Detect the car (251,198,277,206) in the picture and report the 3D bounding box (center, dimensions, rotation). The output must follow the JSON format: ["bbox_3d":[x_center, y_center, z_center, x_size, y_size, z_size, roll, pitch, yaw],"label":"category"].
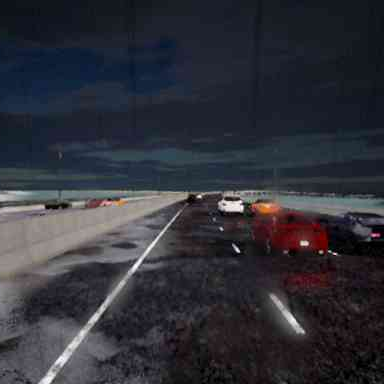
[{"bbox_3d":[7.329,1.444,34.085,2.097,1.767,4.553,0,0,1],"label":"car"}]

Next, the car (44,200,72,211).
[{"bbox_3d":[-17.231,1.710,42.995,1.895,1.301,4.718,0,0,1],"label":"car"}]

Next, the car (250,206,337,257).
[{"bbox_3d":[3.641,1.518,13.193,1.882,1.535,5.008,0,0,0],"label":"car"}]

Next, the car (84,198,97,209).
[{"bbox_3d":[-13.654,1.594,46.858,1.882,1.535,5.008,0,0,1],"label":"car"}]

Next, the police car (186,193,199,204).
[{"bbox_3d":[-0.166,1.580,68.875,1.930,1.638,5.238,0,0,1],"label":"police car"}]

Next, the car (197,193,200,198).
[{"bbox_3d":[0.103,1.394,78.777,2.150,2.045,5.566,0,0,2],"label":"car"}]

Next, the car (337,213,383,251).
[{"bbox_3d":[7.145,1.592,14.325,2.033,1.411,5.357,0,0,0],"label":"car"}]

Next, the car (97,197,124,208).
[{"bbox_3d":[-10.231,1.461,42.831,2.097,1.767,4.553,0,0,1],"label":"car"}]

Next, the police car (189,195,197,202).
[{"bbox_3d":[0.284,1.601,84.844,1.930,1.638,5.238,0,0,2],"label":"police car"}]

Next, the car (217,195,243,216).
[{"bbox_3d":[3.820,1.313,33.512,2.150,2.045,5.566,0,0,1],"label":"car"}]
